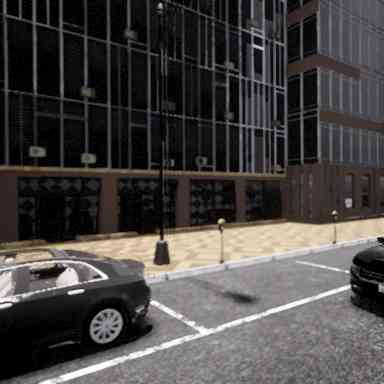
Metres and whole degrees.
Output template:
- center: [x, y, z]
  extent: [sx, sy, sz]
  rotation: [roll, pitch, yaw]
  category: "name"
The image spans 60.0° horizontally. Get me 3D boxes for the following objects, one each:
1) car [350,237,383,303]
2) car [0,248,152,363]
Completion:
- center: [5.412, 1.414, 7.243]
  extent: [5.008, 1.535, 1.882]
  rotation: [-1, 0, -36]
  category: "car"
- center: [-2.693, 1.548, 4.642]
  extent: [4.403, 1.369, 2.008]
  rotation: [-1, 0, -36]
  category: "car"
